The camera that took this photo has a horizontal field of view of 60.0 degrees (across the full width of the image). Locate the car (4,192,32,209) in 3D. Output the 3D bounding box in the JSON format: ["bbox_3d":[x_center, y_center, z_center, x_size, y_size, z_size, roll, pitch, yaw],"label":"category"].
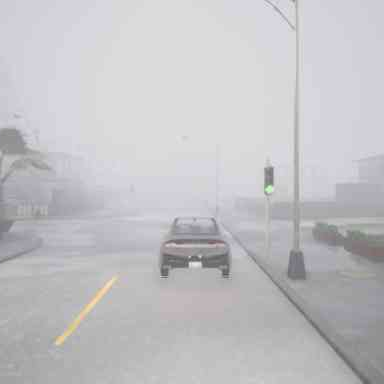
[{"bbox_3d":[-19.752,0.985,36.617,1.905,1.878,3.866,0,0,35],"label":"car"}]

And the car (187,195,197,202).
[{"bbox_3d":[0.015,1.526,78.935,2.128,1.511,4.902,0,0,0],"label":"car"}]

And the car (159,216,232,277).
[{"bbox_3d":[0.083,1.491,10.212,2.128,1.511,4.902,0,0,0],"label":"car"}]

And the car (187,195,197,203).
[{"bbox_3d":[0.015,1.507,68.651,2.128,1.511,4.902,0,0,0],"label":"car"}]
